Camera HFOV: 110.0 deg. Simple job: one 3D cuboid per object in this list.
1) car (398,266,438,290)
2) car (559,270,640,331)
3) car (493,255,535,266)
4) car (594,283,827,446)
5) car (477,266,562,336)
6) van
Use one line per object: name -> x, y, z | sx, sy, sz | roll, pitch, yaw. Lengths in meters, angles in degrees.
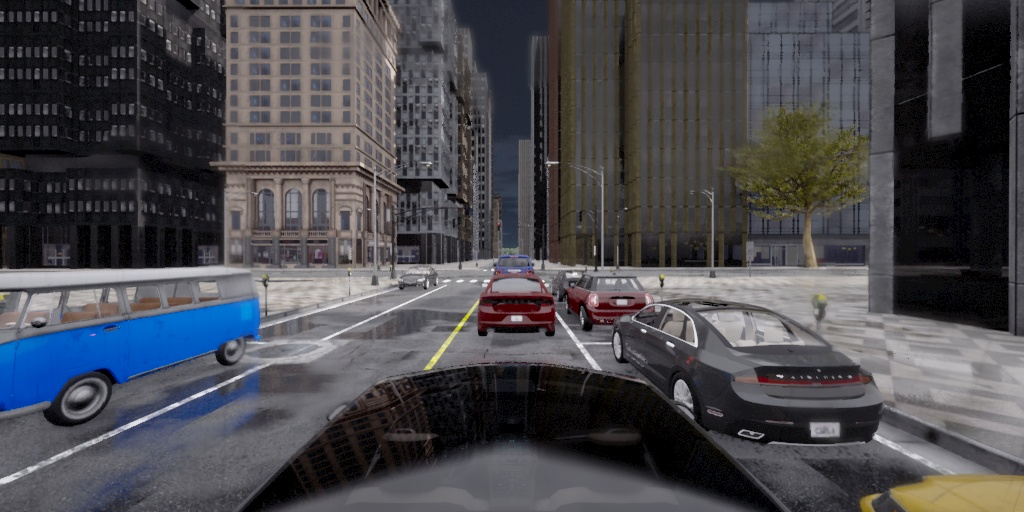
car -> -5.724, 1.294, 22.285 | 2.007, 1.370, 4.403 | 0, 0, 0
car -> 2.781, 1.187, 10.989 | 1.967, 1.591, 4.097 | 0, 0, 0
car -> 0.110, 0.966, 20.259 | 2.150, 2.045, 5.566 | 0, 0, 0
car -> 2.770, 1.300, 5.347 | 2.007, 1.370, 4.403 | 0, 0, 0
car -> 0.109, 1.226, 10.375 | 1.882, 1.535, 5.008 | 0, 0, 0
van -> -5.755, 1.090, 5.362 | 1.690, 1.789, 3.998 | 0, 0, 0
